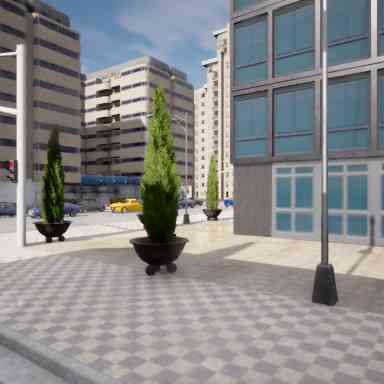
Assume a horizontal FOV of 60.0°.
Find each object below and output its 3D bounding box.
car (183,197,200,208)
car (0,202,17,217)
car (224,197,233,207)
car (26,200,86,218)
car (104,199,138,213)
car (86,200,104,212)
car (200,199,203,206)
[{"bbox_3d":[-1.327,1.581,45.860,1.812,1.442,4.674,0,0,35],"label":"car"},{"bbox_3d":[-17.084,1.603,29.700,2.033,1.411,5.357,0,0,35],"label":"car"},{"bbox_3d":[6.740,1.533,50.885,1.882,1.535,5.008,0,0,35],"label":"car"},{"bbox_3d":[-12.428,1.581,30.182,1.812,1.442,4.674,0,0,35],"label":"car"},{"bbox_3d":[-7.105,1.533,37.731,1.882,1.535,5.008,0,0,35],"label":"car"},{"bbox_3d":[-11.748,1.619,37.230,1.994,1.385,4.181,0,0,35],"label":"car"},{"bbox_3d":[0.031,1.581,53.783,1.812,1.442,4.674,0,0,36],"label":"car"}]
